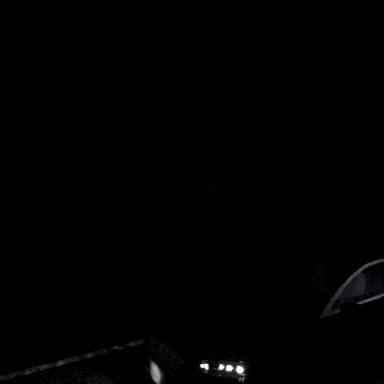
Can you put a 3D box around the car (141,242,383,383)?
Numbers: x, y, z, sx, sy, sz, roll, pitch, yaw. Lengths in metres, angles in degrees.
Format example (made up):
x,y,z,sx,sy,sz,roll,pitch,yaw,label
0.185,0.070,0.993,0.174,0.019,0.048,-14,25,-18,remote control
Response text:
x,y,z,sx,sy,sz,roll,pitch,yaw,label
1.767,1.501,4.462,4.902,1.511,2.128,0,0,-31,car
